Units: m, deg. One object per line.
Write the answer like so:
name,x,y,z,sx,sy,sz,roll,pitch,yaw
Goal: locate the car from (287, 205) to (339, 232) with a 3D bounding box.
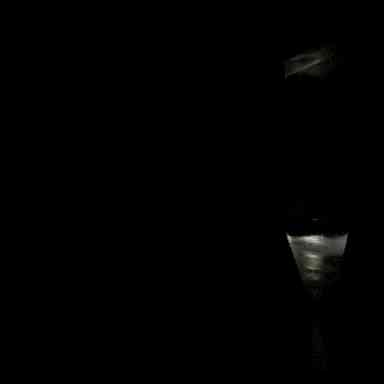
car,7.787,1.571,21.144,1.882,1.535,5.008,0,0,40
